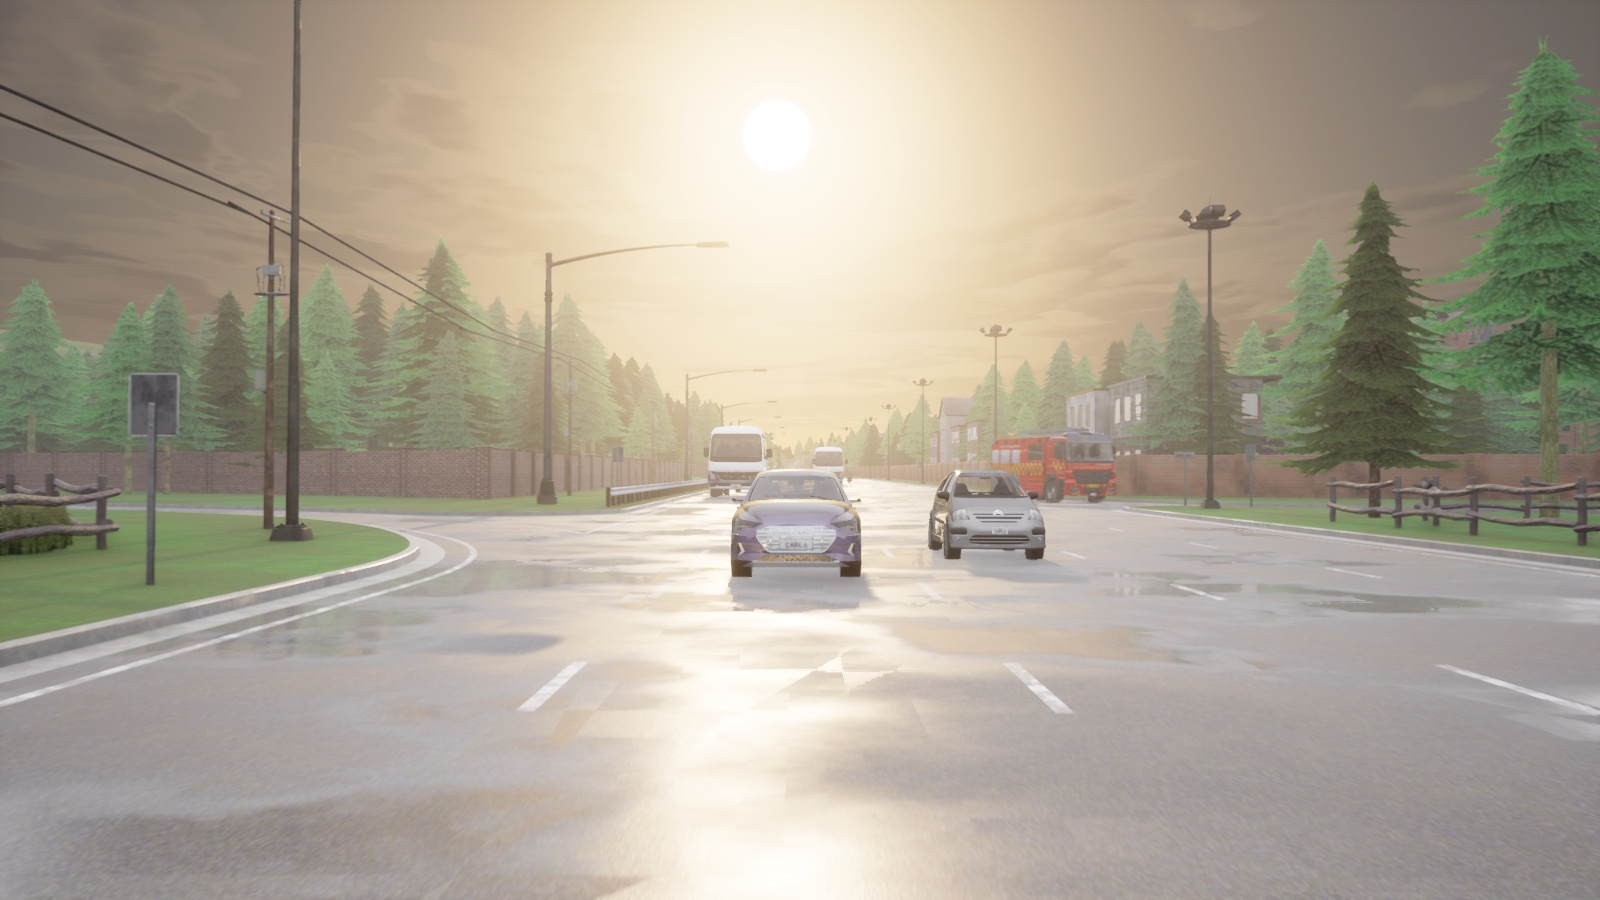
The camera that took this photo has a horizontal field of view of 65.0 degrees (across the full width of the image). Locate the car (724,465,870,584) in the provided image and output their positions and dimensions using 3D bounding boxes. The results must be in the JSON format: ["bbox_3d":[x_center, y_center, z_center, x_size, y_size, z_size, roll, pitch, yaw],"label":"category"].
[{"bbox_3d":[-0.050,1.079,19.925,2.033,1.649,4.856,0,-1,0],"label":"car"}]

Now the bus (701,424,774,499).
[{"bbox_3d":[-3.694,0.735,76.615,3.944,4.253,10.273,0,-1,0],"label":"bus"}]

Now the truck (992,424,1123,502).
[{"bbox_3d":[13.280,0.697,65.692,2.891,3.827,8.468,0,-1,-18],"label":"truck"}]

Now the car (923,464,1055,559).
[{"bbox_3d":[3.442,1.093,23.527,1.851,1.617,3.988,0,-1,0],"label":"car"}]
